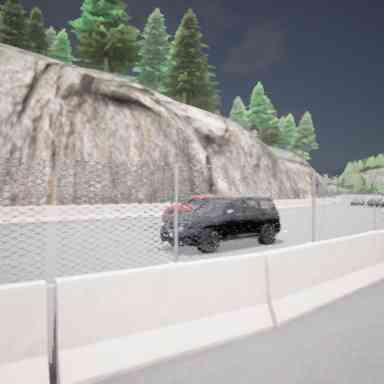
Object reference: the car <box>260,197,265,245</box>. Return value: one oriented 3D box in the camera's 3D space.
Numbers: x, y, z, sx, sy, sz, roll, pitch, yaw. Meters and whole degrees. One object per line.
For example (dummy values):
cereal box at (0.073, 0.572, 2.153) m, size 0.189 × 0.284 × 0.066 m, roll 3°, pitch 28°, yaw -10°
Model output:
car at (1.407, 1.221, 13.874) m, size 5.566 × 2.045 × 2.150 m, roll 0°, pitch 0°, yaw -38°
